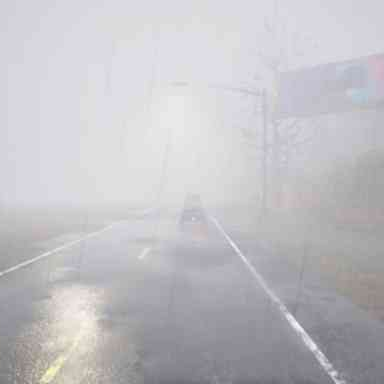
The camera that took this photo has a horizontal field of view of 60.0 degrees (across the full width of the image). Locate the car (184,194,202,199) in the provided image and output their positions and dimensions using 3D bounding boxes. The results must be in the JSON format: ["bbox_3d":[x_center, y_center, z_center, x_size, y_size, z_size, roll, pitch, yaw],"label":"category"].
[{"bbox_3d":[0.106,1.209,43.040,2.150,2.045,5.566,0,0,0],"label":"car"}]

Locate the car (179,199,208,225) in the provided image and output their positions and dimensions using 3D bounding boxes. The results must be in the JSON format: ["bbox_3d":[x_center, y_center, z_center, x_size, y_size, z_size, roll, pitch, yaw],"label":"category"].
[{"bbox_3d":[0.102,1.498,24.210,1.837,1.490,4.892,0,0,0],"label":"car"}]
